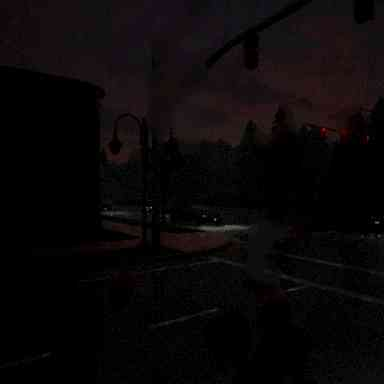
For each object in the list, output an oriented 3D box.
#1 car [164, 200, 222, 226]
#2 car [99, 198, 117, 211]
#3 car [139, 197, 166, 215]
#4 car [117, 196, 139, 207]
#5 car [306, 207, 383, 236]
[{"bbox_3d":[0.165,1.526,23.543,1.812,1.442,4.674,0,0,-35],"label":"car"},{"bbox_3d":[-11.157,1.601,39.885,1.895,1.301,4.718,0,0,-35],"label":"car"},{"bbox_3d":[-3.150,1.547,34.417,2.033,1.411,5.357,0,0,-35],"label":"car"},{"bbox_3d":[-10.506,1.352,51.337,2.097,1.767,4.553,0,0,-35],"label":"car"},{"bbox_3d":[8.622,1.565,18.658,1.994,1.385,4.181,0,0,-45],"label":"car"}]
